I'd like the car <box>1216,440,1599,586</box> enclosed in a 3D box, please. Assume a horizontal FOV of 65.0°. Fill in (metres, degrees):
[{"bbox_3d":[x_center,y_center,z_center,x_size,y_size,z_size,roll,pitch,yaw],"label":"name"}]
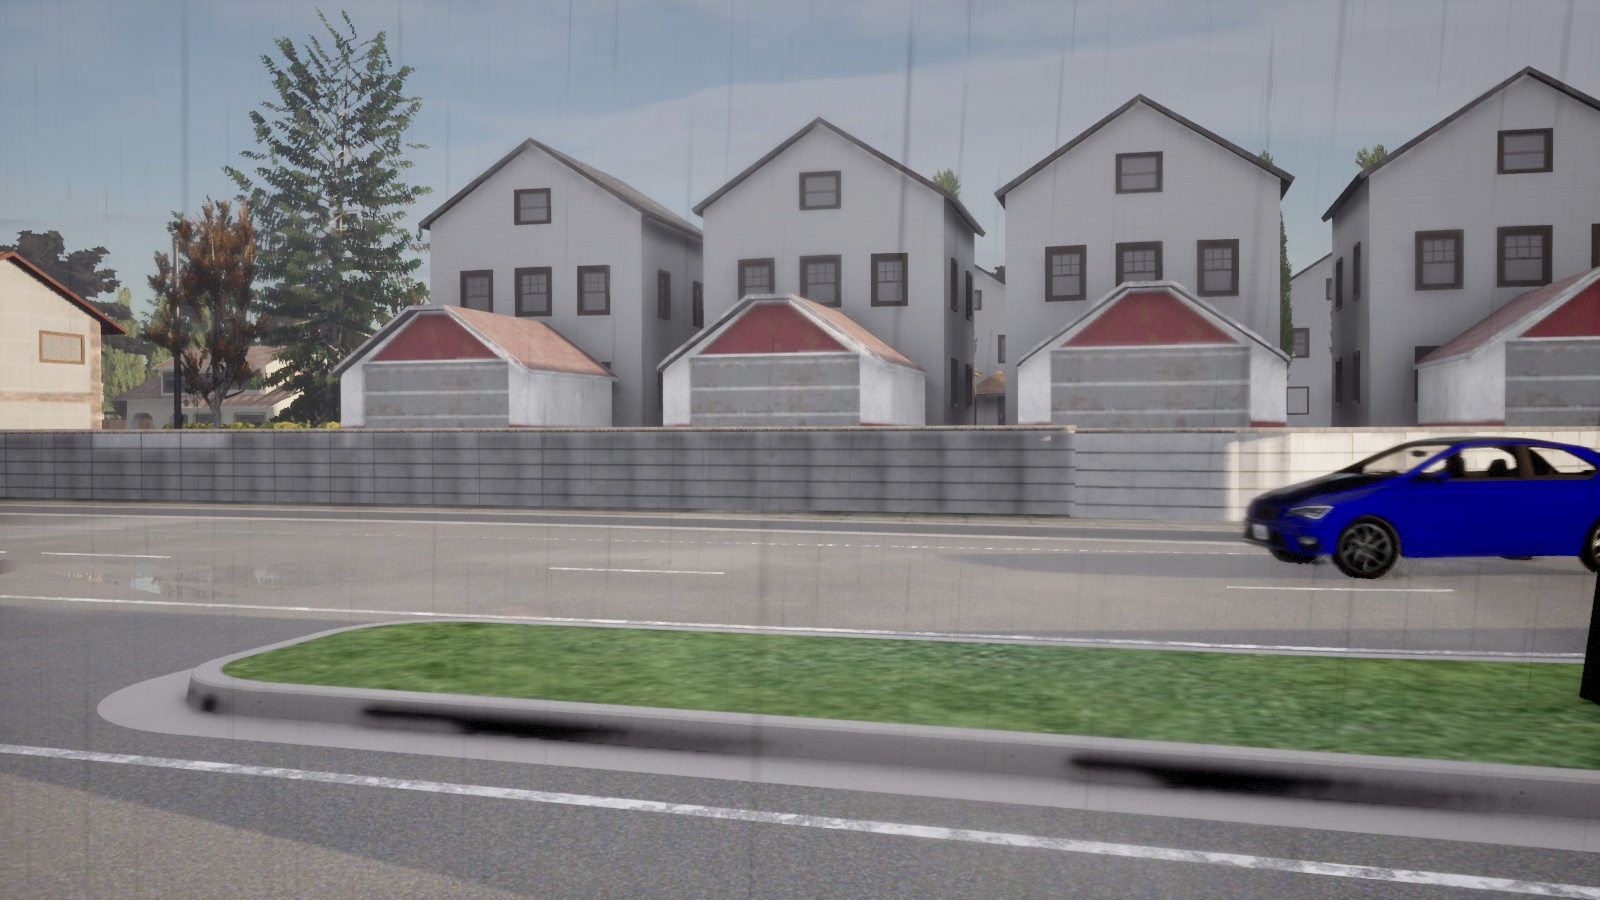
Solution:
[{"bbox_3d":[7.023,0.644,13.929,4.193,1.474,1.816,0,1,-5],"label":"car"}]
